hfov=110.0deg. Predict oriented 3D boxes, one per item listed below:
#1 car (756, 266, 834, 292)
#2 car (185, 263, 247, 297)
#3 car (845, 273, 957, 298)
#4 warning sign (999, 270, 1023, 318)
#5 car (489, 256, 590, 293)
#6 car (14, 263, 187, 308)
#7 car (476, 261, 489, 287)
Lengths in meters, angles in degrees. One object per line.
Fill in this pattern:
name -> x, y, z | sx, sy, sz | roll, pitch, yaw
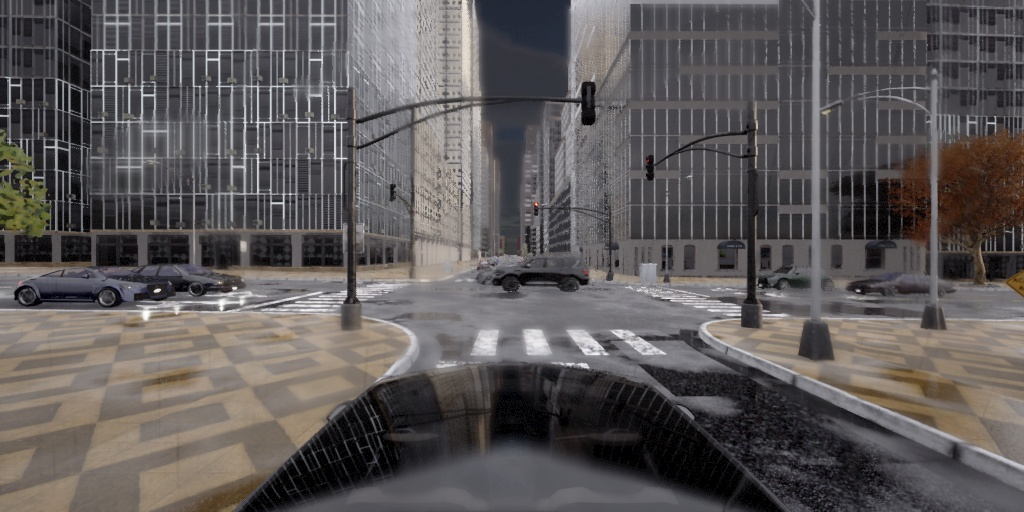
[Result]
car -> 19.293, 1.473, 24.702 | 4.553, 1.767, 2.097 | 1, 0, -3
car -> -15.353, 1.040, 16.422 | 5.357, 1.411, 2.033 | 1, 0, 0
car -> 23.444, 1.744, 21.642 | 5.357, 1.411, 2.033 | 1, 0, -3
warning sign -> 17.274, 1.204, 11.896 | 1.060, 1.860, 1.300 | 0, 0, -3
car -> 1.644, 1.005, 20.619 | 5.566, 2.045, 2.150 | 1, 0, -3
car -> -15.079, 1.063, 13.147 | 4.181, 1.385, 1.994 | 1, 0, -3
car -> 0.084, 1.263, 23.812 | 4.902, 1.511, 2.128 | 0, 0, -3
